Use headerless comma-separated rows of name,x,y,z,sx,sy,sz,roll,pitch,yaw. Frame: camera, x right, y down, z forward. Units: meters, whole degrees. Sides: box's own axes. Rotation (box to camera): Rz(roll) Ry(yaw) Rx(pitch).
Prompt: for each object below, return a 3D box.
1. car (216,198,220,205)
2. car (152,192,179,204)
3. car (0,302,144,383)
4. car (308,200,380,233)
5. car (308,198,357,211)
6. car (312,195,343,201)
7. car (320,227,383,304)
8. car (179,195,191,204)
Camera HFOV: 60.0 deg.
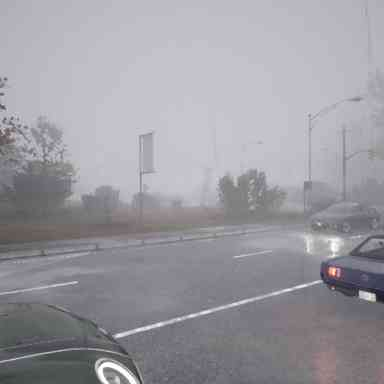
car,5.449,1.287,49.284,1.812,1.442,4.674,-1,0,-39
car,-5.246,1.024,57.091,2.150,2.045,5.566,-1,0,-38
car,-2.502,1.352,1.938,4.553,1.767,2.097,0,0,-36
car,8.560,1.400,18.501,4.892,1.490,1.837,-1,1,-34
car,15.435,1.355,36.789,1.895,1.301,4.718,-1,0,-39
car,14.026,1.136,32.942,2.097,1.767,4.553,-1,0,-39
car,4.969,1.573,7.276,4.718,1.301,1.895,0,0,-35
car,-2.067,1.255,58.711,2.128,1.511,4.902,-1,1,-38
